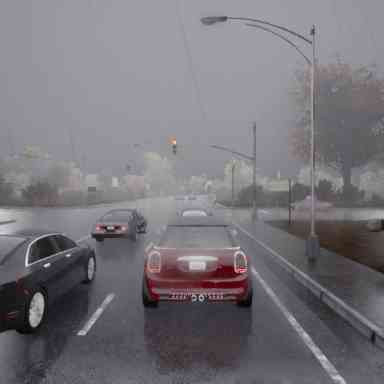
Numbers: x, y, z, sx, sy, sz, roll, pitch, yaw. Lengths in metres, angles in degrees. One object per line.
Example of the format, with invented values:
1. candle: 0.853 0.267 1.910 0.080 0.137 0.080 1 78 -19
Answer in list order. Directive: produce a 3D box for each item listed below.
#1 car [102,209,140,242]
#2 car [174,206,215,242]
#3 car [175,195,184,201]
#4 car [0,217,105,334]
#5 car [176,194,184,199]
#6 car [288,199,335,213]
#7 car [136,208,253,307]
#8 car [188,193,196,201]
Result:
1. car: -3.389 1.547 16.398 2.033 1.411 5.357 0 0 0
2. car: 0.114 1.526 17.193 1.812 1.442 4.674 0 0 0
3. car: -3.426 1.545 85.394 1.994 1.385 4.181 0 0 0
4. car: -3.393 1.505 6.740 1.837 1.490 4.892 0 0 0
5. car: -3.377 1.402 95.420 1.994 1.385 4.181 0 0 1
6. car: 13.138 1.564 36.560 4.181 1.385 1.994 0 0 3
7. car: 0.106 1.352 8.153 2.097 1.767 4.553 0 0 0
8. car: 0.074 1.517 85.425 1.812 1.442 4.674 0 0 0
